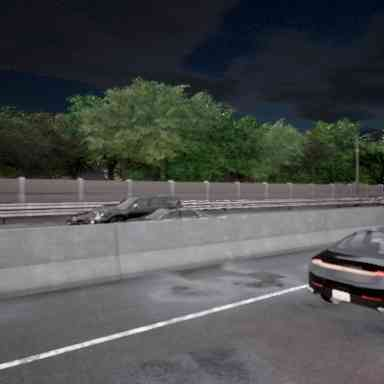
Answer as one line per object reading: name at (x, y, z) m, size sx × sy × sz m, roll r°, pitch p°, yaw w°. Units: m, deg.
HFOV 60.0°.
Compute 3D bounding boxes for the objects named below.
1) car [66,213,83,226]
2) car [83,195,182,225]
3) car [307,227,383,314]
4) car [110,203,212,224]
car at (-5.292, 1.533, 21.663) m, size 5.357 × 1.411 × 2.033 m, roll 0°, pitch 0°, yaw -35°
car at (-2.959, 1.208, 19.020) m, size 5.566 × 2.045 × 2.150 m, roll 0°, pitch 0°, yaw -35°
car at (4.434, 1.484, 6.859) m, size 4.902 × 1.511 × 2.128 m, roll 0°, pitch 0°, yaw -35°
car at (-1.156, 1.493, 16.006) m, size 4.892 × 1.490 × 1.837 m, roll 0°, pitch 0°, yaw -35°
